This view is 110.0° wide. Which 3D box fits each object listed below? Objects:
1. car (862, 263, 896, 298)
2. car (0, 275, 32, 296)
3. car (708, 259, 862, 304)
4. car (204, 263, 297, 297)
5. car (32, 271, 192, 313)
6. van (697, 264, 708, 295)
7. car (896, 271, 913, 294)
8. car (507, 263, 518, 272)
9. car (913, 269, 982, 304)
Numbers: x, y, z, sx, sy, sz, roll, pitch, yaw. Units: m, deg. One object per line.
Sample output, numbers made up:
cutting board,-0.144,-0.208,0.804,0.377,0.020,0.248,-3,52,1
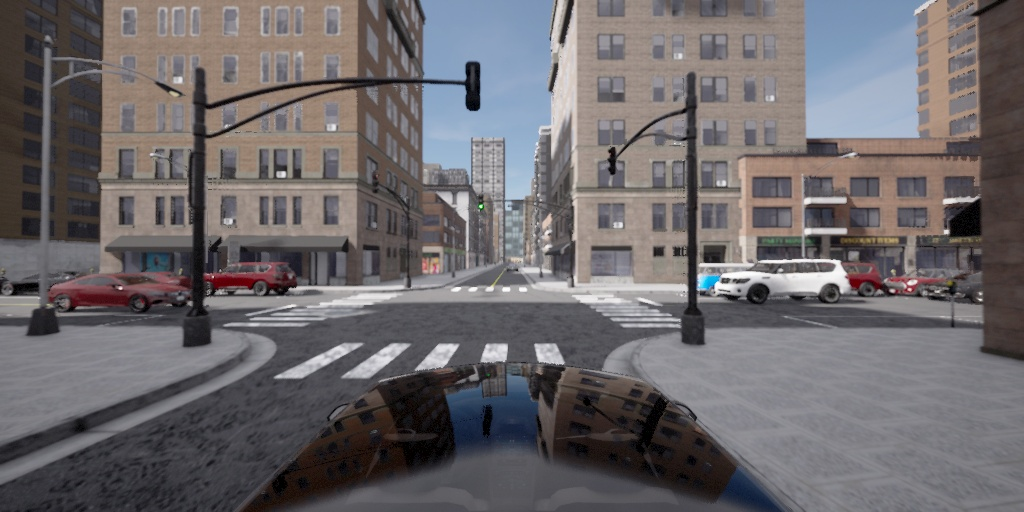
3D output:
car,17.644,1.308,20.061,5.009,1.841,2.192,0,0,0
car,-25.946,1.526,20.333,4.313,1.339,1.948,0,0,0
car,12.968,1.178,17.342,5.566,2.045,2.150,0,-1,0
car,-14.899,1.284,20.264,5.009,1.841,2.192,0,0,0
car,-15.552,1.423,14.328,4.674,1.442,1.812,0,-1,0
van,12.048,1.330,20.095,3.998,1.789,1.690,0,0,0
car,23.240,1.437,20.026,4.097,1.591,1.967,0,0,0
car,0.083,2.076,62.472,1.994,1.385,4.181,0,-1,0
car,22.933,1.469,17.279,4.892,1.490,1.837,0,-1,0
